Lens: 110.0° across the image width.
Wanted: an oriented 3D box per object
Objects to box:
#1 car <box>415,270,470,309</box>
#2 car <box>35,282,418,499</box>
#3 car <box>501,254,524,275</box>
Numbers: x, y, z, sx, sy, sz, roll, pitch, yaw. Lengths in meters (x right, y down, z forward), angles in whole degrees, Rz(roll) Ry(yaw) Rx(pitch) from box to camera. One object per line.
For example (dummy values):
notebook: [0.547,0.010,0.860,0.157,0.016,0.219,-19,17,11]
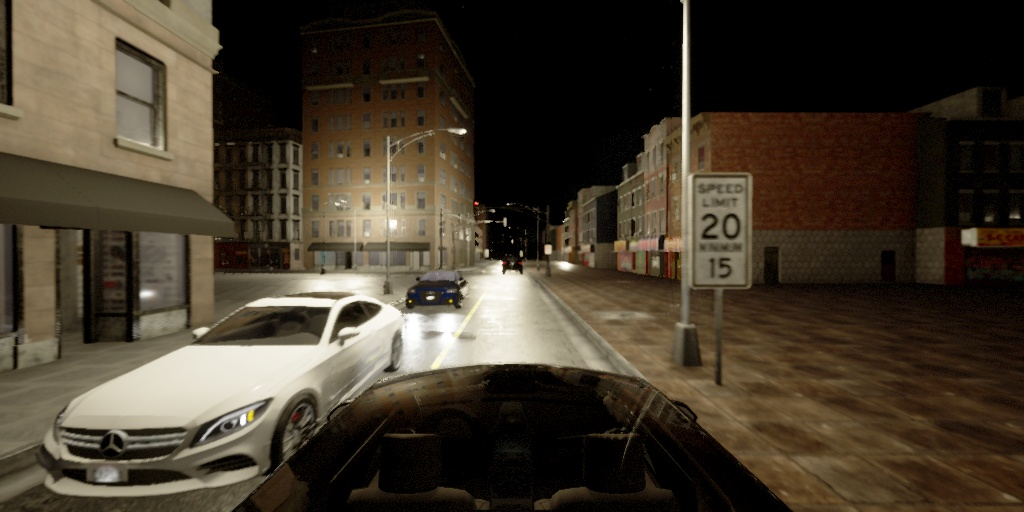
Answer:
car: [-2.851,1.264,14.529,1.994,1.385,4.181,0,0,0]
car: [-2.853,1.263,4.862,1.812,1.442,4.674,0,0,0]
car: [0.070,0.840,37.757,2.150,2.045,5.566,0,0,0]
